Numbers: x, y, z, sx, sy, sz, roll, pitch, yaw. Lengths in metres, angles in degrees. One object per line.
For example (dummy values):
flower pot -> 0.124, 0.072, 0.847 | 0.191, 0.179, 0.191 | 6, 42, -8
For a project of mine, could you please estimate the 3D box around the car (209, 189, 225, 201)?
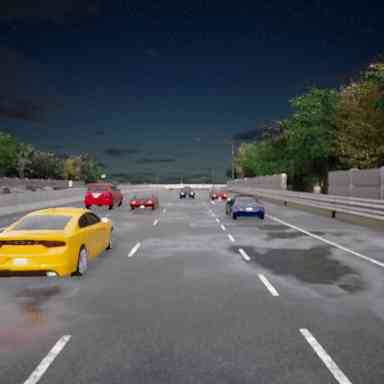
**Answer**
car -> 3.047, 0.340, 39.086 | 1.895, 1.301, 4.718 | 0, 2, -1

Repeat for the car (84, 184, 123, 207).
car -> -7.294, 0.350, 27.801 | 2.150, 2.045, 5.566 | 0, 2, -1

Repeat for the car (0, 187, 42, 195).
car -> -18.090, 0.497, 35.055 | 1.895, 1.301, 4.718 | 0, 2, -1

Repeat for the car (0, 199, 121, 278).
car -> -3.530, 1.191, 9.259 | 1.882, 1.535, 5.008 | 0, 2, -1

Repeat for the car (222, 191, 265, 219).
car -> 3.301, 0.896, 21.257 | 1.994, 1.385, 4.181 | 0, 2, -1

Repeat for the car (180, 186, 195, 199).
car -> -0.626, 0.174, 44.280 | 1.895, 1.301, 4.718 | 0, 2, -1

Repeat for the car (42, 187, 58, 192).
car -> -21.789, -0.067, 50.577 | 1.812, 1.442, 4.674 | 0, 2, 0

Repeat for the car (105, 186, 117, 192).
car -> -18.586, -0.686, 76.442 | 1.812, 1.442, 4.674 | 0, 1, -1

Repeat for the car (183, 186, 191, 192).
car -> -1.160, -0.783, 81.754 | 1.812, 1.442, 4.674 | 0, 1, -1

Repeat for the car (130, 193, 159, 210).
car -> -3.784, 0.745, 27.209 | 1.895, 1.301, 4.718 | 0, 2, -1

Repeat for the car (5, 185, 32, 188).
car -> -25.281, -0.213, 49.762 | 2.097, 1.767, 4.553 | 0, 2, 0
